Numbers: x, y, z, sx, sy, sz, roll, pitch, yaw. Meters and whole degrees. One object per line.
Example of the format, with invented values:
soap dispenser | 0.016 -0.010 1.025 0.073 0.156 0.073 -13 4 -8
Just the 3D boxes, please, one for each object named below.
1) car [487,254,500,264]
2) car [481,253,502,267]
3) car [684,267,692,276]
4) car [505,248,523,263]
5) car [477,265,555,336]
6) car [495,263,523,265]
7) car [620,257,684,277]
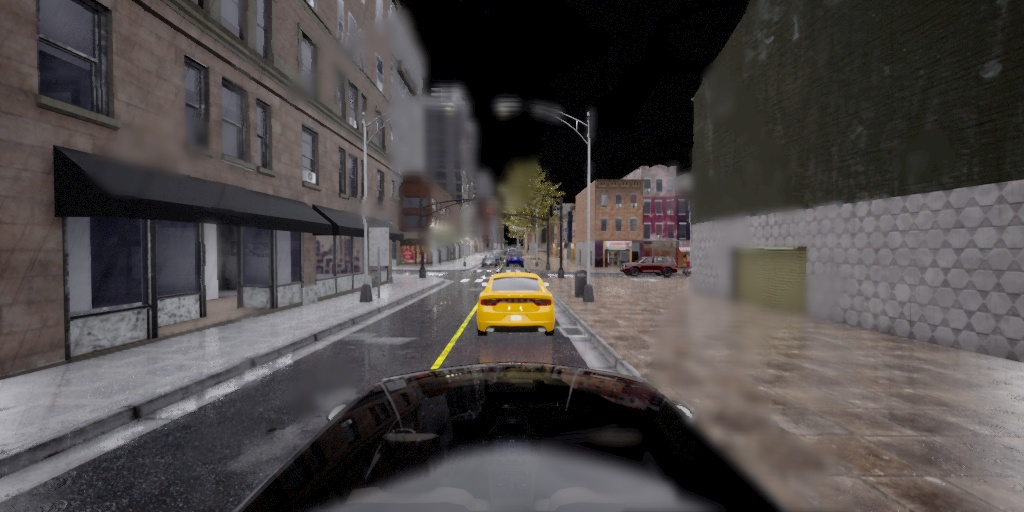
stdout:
car | -2.821 0.444 55.813 1.895 1.301 4.718 0 2 0
car | -2.820 0.615 45.972 2.128 1.511 4.902 0 2 1
car | 18.119 1.297 33.391 4.207 1.307 1.802 0 0 0
car | 0.285 0.334 46.366 2.150 2.045 5.566 0 2 -2
car | 0.100 1.206 10.414 1.882 1.535 5.008 0 0 0
car | 0.076 1.250 19.856 1.895 1.301 4.718 0 1 0
car | 12.717 0.953 33.384 5.009 1.841 2.192 0 0 0
